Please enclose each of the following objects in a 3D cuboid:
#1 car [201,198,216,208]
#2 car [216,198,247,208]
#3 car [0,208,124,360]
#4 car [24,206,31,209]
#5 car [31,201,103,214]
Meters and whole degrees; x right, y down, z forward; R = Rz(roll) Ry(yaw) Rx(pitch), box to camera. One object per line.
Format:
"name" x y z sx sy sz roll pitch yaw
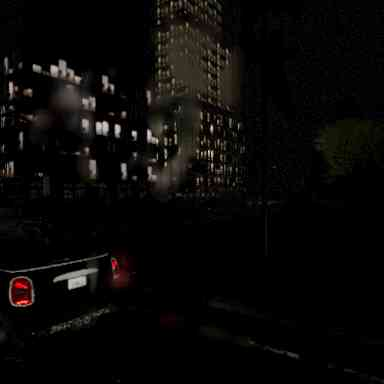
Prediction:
"car" 3.633 1.620 50.925 2.033 1.411 5.357 -1 -1 37
"car" 6.225 1.579 48.966 2.033 1.411 5.357 -1 -1 38
"car" -3.407 1.340 6.116 4.553 1.767 2.097 0 0 36
"car" -12.704 1.532 29.345 2.128 1.511 4.902 -1 -1 37
"car" -9.991 1.548 27.546 2.033 1.411 5.357 -1 -1 37
